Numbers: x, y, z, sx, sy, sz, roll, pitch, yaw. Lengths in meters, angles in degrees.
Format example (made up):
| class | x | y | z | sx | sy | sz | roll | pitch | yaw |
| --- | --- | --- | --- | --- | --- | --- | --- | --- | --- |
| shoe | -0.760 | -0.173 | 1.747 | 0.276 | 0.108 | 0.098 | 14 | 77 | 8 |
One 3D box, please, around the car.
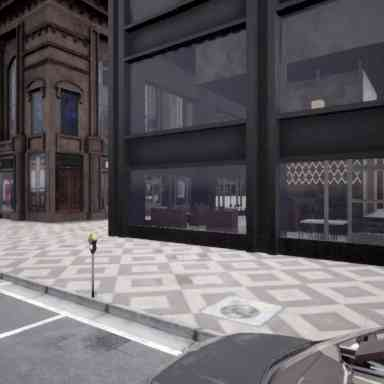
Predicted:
| class | x | y | z | sx | sy | sz | roll | pitch | yaw |
| --- | --- | --- | --- | --- | --- | --- | --- | --- | --- |
| car | 1.559 | 1.551 | 1.853 | 4.403 | 1.369 | 2.008 | 0 | 0 | 35 |
